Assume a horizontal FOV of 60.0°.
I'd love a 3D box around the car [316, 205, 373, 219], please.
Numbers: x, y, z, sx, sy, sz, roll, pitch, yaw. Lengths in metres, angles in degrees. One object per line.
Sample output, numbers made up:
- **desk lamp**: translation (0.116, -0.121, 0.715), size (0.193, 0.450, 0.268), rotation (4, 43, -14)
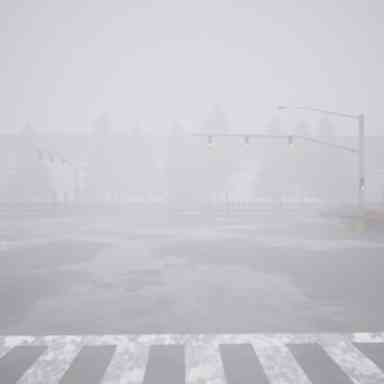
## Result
- **car**: translation (15.400, 1.972, 33.491), size (5.357, 1.411, 2.033), rotation (0, -1, -2)
